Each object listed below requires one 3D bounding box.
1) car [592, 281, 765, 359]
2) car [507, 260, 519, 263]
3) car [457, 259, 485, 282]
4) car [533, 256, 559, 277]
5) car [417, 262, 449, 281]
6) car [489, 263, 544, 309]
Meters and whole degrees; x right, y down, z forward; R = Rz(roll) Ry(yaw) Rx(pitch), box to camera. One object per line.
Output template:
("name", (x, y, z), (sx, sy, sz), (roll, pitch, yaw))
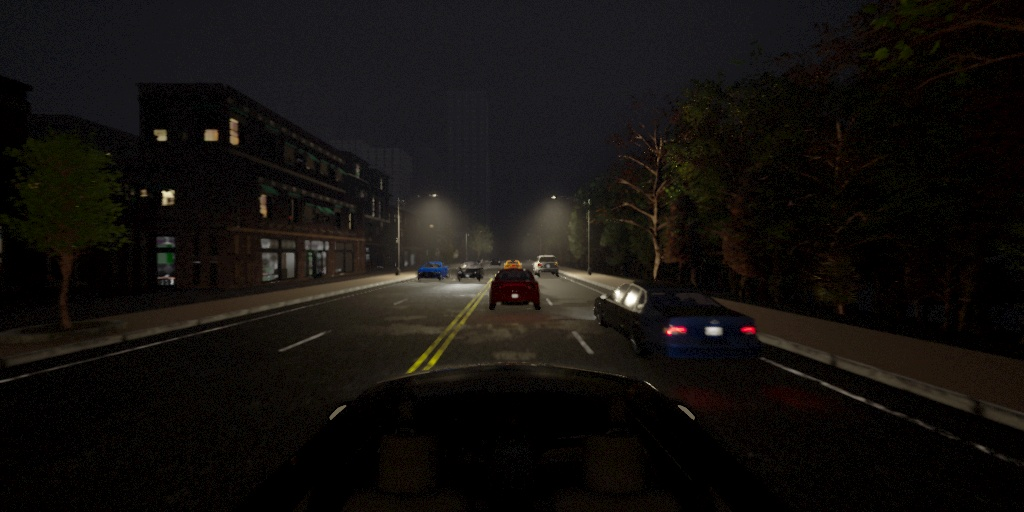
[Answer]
("car", (3.357, 1.301, 8.497), (2.033, 1.411, 5.357), (0, 0, 0))
("car", (0.108, 1.243, 40.651), (1.882, 1.535, 5.008), (0, 0, 0))
("car", (-3.336, 1.254, 29.574), (2.128, 1.511, 4.902), (0, 0, 0))
("car", (3.357, 0.987, 35.972), (2.150, 2.045, 5.566), (0, 0, 0))
("car", (-6.583, 1.240, 30.296), (1.882, 1.535, 5.008), (0, 0, 0))
("car", (0.104, 1.234, 15.036), (1.882, 1.535, 5.008), (0, 0, 0))
